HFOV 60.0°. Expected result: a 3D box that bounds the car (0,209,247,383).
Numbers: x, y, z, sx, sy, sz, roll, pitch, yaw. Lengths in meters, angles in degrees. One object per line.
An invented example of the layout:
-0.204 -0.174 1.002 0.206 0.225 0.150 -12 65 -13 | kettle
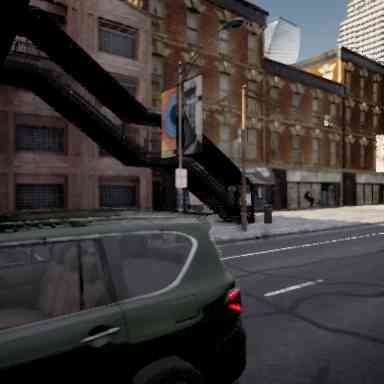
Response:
-2.060 1.224 2.525 5.566 2.045 2.150 0 0 -35 | car

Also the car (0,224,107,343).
-4.119 1.494 5.355 4.902 1.511 2.128 0 0 -35 | car
